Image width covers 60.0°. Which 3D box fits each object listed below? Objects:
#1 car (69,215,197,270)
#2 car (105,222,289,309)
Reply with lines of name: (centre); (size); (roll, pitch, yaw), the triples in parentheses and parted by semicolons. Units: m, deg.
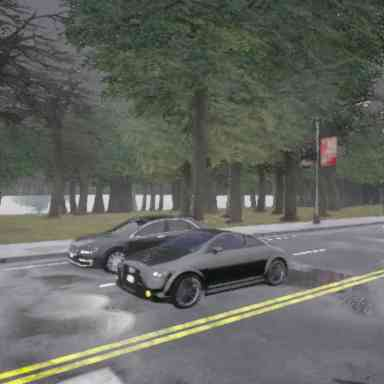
car: (-1.378, 1.534, 10.691); (4.892, 1.490, 1.837); (0, 0, -36)
car: (0.370, 1.592, 7.947); (4.181, 1.385, 1.994); (0, 0, -36)
